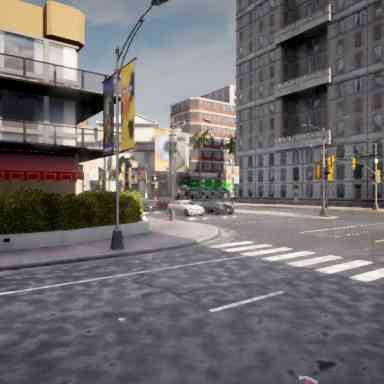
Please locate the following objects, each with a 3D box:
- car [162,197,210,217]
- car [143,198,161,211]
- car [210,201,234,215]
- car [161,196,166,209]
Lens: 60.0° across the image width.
[{"bbox_3d":[-0.688,1.526,32.090,1.812,1.442,4.674,0,0,-35],"label":"car"},{"bbox_3d":[-6.037,1.505,39.644,1.837,1.490,4.892,0,0,-35],"label":"car"},{"bbox_3d":[2.381,1.564,33.812,1.994,1.385,4.181,0,0,-35],"label":"car"},{"bbox_3d":[-2.537,1.352,40.817,2.097,1.767,4.553,0,0,-35],"label":"car"}]
